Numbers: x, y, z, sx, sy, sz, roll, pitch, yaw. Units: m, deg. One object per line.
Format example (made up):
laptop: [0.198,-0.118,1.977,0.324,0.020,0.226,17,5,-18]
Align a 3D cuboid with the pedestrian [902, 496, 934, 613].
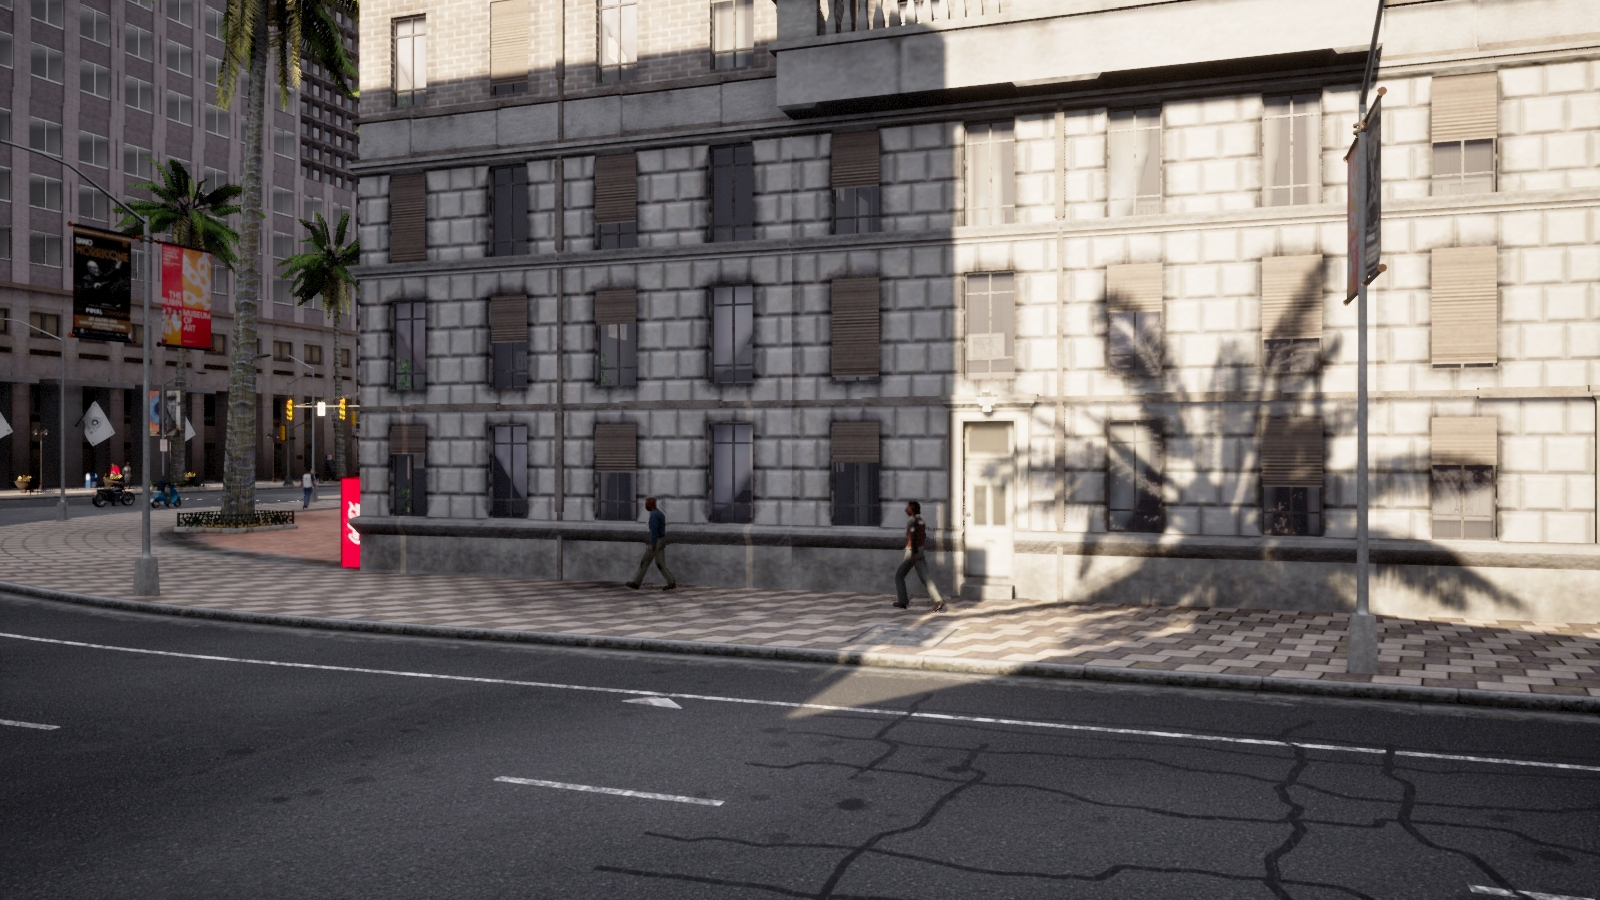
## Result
pedestrian: [1.928,1.696,18.682,0.375,1.860,0.375,0,0,37]

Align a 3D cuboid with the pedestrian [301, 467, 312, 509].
pedestrian: [-22.226,1.696,51.468,0.375,1.860,0.375,0,0,-8]

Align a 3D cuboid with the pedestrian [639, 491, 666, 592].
pedestrian: [-2.755,1.696,21.341,0.375,1.860,0.375,0,0,19]

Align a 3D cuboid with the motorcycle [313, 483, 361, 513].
motorcycle: [-21.134,2.170,52.239,0.764,1.277,2.356,0,0,16]
